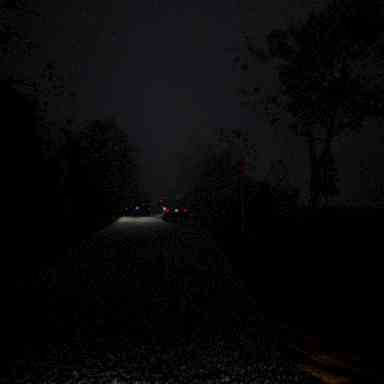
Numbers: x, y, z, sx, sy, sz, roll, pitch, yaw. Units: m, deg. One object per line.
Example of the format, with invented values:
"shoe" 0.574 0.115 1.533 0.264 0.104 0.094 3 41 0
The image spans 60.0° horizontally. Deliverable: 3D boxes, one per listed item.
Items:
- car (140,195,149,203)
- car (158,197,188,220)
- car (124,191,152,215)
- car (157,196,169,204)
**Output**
"car" -10.248 1.516 72.180 1.882 1.535 5.008 0 -1 -8
"car" -1.328 1.319 25.393 2.033 1.411 5.357 0 0 -6
"car" -4.835 0.961 30.151 2.150 2.045 5.566 1 0 -7
"car" -3.518 1.280 43.328 1.812 1.442 4.674 0 0 -8
